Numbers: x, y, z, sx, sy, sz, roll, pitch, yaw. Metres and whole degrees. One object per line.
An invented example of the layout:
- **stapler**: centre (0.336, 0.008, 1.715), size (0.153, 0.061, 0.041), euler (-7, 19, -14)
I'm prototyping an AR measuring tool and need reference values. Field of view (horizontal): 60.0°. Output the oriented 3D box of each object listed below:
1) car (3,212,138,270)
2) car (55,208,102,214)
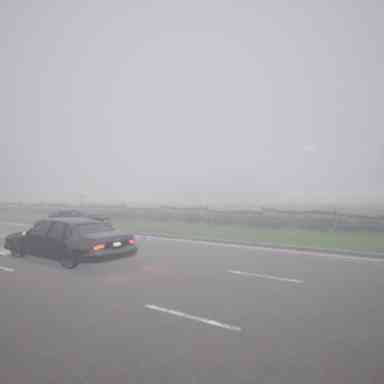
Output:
- **car**: centre (-4.246, 1.598, 11.282), size (5.357, 1.411, 2.033), euler (0, 0, 36)
- **car**: centre (-6.152, 1.580, 16.940), size (4.892, 1.490, 1.837), euler (0, 0, 35)
